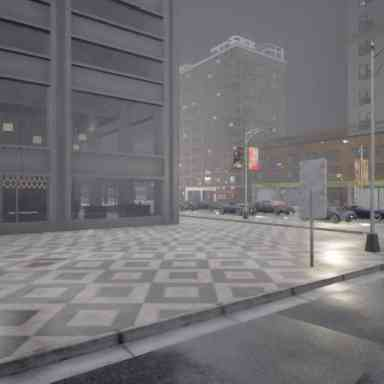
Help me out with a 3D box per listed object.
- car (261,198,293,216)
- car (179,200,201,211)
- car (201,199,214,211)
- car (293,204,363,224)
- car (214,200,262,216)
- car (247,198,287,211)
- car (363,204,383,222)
[{"bbox_3d":[8.018,1.632,34.519,2.033,1.411,5.357,0,0,-36],"label":"car"},{"bbox_3d":[-1.286,1.686,41.885,1.994,1.385,4.181,0,0,-35],"label":"car"},{"bbox_3d":[2.045,1.666,42.806,2.033,1.411,5.357,0,0,-36],"label":"car"},{"bbox_3d":[10.394,1.615,25.680,1.994,1.385,4.181,0,0,-36],"label":"car"},{"bbox_3d":[4.583,1.654,33.738,1.994,1.385,4.181,0,0,-36],"label":"car"},{"bbox_3d":[9.736,1.583,43.574,1.882,1.535,5.008,0,0,-36],"label":"car"},{"bbox_3d":[13.665,1.648,26.698,1.895,1.301,4.718,0,0,-36],"label":"car"}]
